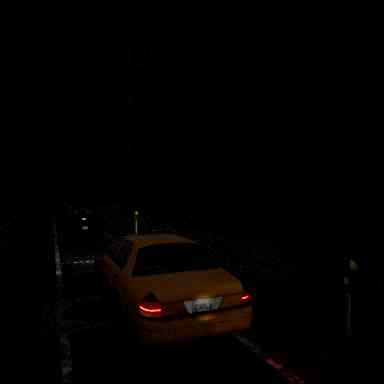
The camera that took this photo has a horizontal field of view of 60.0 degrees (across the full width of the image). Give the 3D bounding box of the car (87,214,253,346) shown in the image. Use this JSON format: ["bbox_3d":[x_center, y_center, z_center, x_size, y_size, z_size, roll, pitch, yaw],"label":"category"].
[{"bbox_3d":[-0.847,1.457,6.717,1.801,1.575,5.366,0,0,-23],"label":"car"}]

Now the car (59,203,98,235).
[{"bbox_3d":[-6.189,1.551,18.625,2.008,1.369,4.403,0,0,-23],"label":"car"}]

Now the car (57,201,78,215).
[{"bbox_3d":[-8.336,1.551,23.713,2.008,1.369,4.403,0,0,-23],"label":"car"}]

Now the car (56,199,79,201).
[{"bbox_3d":[-10.484,1.567,28.802,1.947,1.339,4.313,0,0,-23],"label":"car"}]

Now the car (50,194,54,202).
[{"bbox_3d":[-32.109,1.469,79.305,1.967,1.590,4.097,0,0,-24],"label":"car"}]

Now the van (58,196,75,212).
[{"bbox_3d":[-14.780,1.342,38.980,1.690,1.788,3.998,0,0,-23],"label":"van"}]

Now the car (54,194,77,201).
[{"bbox_3d":[-12.632,1.316,33.892,2.192,1.841,5.009,0,0,-23],"label":"car"}]
